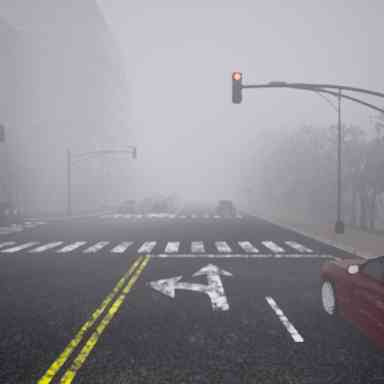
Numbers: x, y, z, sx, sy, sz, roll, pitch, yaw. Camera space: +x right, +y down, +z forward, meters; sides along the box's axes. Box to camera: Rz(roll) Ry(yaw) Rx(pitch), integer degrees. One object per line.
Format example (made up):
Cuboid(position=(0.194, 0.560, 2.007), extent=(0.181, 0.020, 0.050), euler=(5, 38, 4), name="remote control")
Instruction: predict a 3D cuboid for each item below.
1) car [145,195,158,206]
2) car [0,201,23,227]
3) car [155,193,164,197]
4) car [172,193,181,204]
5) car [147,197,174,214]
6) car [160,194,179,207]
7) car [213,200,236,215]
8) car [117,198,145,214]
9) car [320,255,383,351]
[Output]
Cuboid(position=(-6.592, 1.536, 49.572), extent=(1.812, 1.442, 4.674), euler=(0, 0, 0), name="car")
Cuboid(position=(-14.675, 1.518, 23.713), extent=(4.553, 1.767, 2.097), euler=(-1, 0, 3), name="car")
Cuboid(position=(-6.526, 1.243, 65.954), extent=(2.150, 2.045, 5.566), euler=(0, 0, 0), name="car")
Cuboid(position=(-3.277, 1.241, 65.820), extent=(2.150, 2.045, 5.566), euler=(0, 0, 1), name="car")
Cuboid(position=(-3.348, 1.567, 35.784), extent=(1.994, 1.385, 4.181), euler=(0, 0, 0), name="car")
Cuboid(position=(-3.343, 1.515, 50.242), extent=(1.837, 1.490, 4.892), euler=(0, 0, 0), name="car")
Cuboid(position=(3.351, 1.528, 34.092), extent=(1.812, 1.442, 4.674), euler=(0, 0, 0), name="car")
Cuboid(position=(-6.652, 1.530, 35.754), extent=(1.812, 1.442, 4.674), euler=(0, 0, 2), name="car")
Cuboid(position=(3.350, 1.477, 4.318), extent=(1.882, 1.535, 5.008), euler=(0, 0, 0), name="car")
